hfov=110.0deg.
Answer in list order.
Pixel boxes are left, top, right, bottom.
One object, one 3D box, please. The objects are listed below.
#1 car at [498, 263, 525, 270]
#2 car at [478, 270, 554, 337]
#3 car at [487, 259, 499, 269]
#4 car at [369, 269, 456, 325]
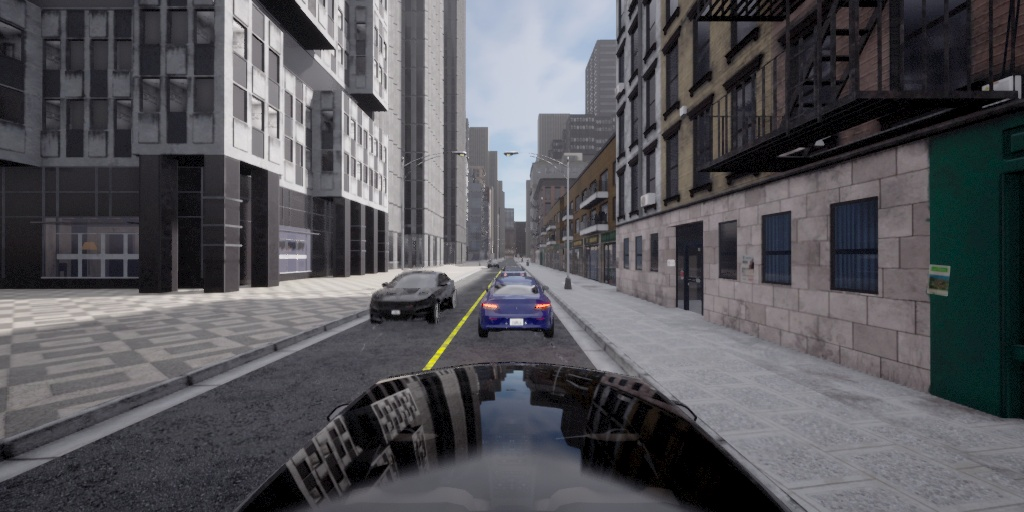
[{"bbox_3d":[0.093,1.373,27.879,1.895,1.301,4.718,0,0,-1],"label":"car"},{"bbox_3d":[0.096,1.279,10.134,1.812,1.442,4.674,0,0,0],"label":"car"},{"bbox_3d":[-3.025,1.297,58.740,1.882,1.535,5.008,0,0,0],"label":"car"},{"bbox_3d":[-3.105,1.232,12.077,1.882,1.535,5.008,0,0,0],"label":"car"}]
